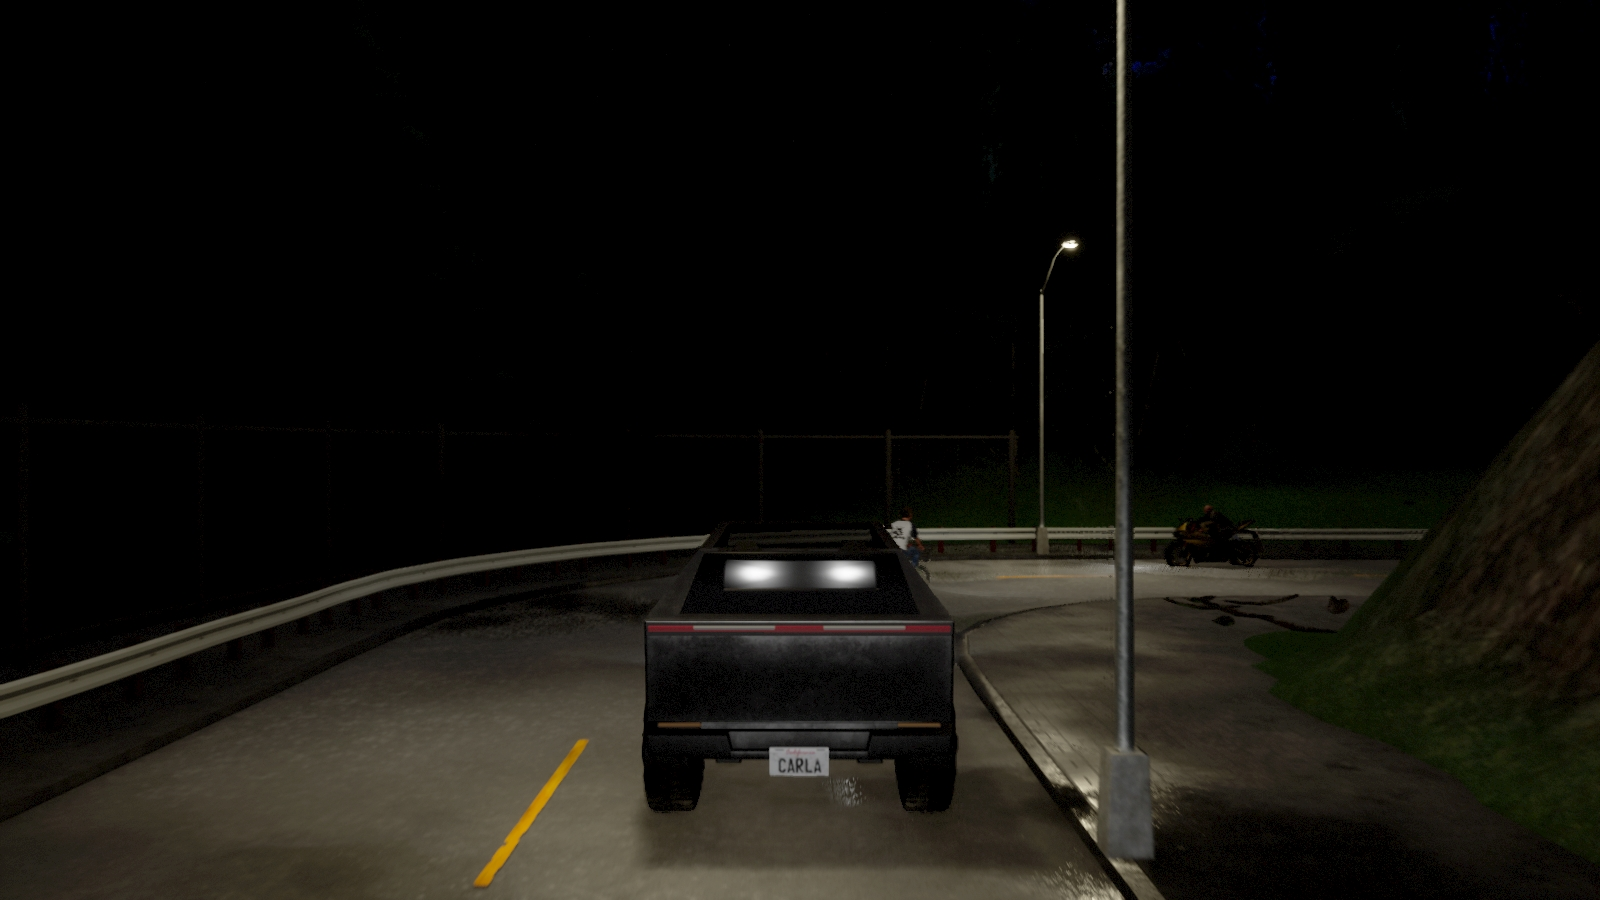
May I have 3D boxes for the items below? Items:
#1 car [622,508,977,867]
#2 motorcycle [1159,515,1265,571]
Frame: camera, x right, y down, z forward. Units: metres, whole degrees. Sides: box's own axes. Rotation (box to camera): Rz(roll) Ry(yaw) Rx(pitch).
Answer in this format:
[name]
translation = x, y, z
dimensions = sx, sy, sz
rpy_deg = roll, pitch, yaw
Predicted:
[car]
translation = 0.002, 1.756, 10.824
dimensions = 2.390, 2.098, 6.274
rpy_deg = 0, 0, 0
[motorcycle]
translation = 9.816, 2.210, 27.287
dimensions = 2.209, 1.251, 0.867
rpy_deg = 0, 0, -2
